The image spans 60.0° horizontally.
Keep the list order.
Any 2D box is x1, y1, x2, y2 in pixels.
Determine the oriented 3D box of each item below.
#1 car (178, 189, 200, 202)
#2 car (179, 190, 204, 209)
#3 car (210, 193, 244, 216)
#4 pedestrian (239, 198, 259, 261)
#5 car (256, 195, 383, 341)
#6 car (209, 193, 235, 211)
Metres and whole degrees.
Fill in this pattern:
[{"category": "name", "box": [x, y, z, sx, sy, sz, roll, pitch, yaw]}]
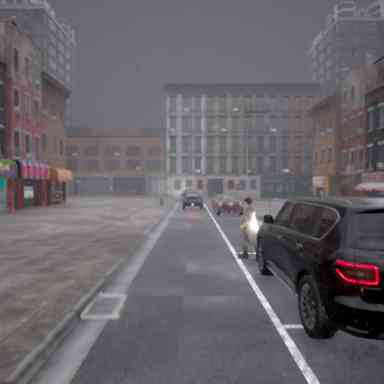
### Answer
[{"category": "car", "box": [-0.490, 0.437, 42.934, 2.128, 1.511, 4.902, 1, 1, -9]}, {"category": "car", "box": [0.062, 0.751, 30.549, 1.837, 1.490, 4.892, 0, 2, 0]}, {"category": "car", "box": [2.633, 0.831, 24.562, 1.967, 1.590, 4.097, 0, 1, 0]}, {"category": "pedestrian", "box": [1.673, 1.049, 9.669, 0.375, 1.860, 0.375, 0, 1, 0]}, {"category": "car", "box": [2.747, 1.061, 6.408, 2.150, 2.045, 5.566, 0, 1, 0]}, {"category": "car", "box": [2.630, 0.808, 30.067, 2.008, 1.369, 4.403, 0, 1, 0]}]
